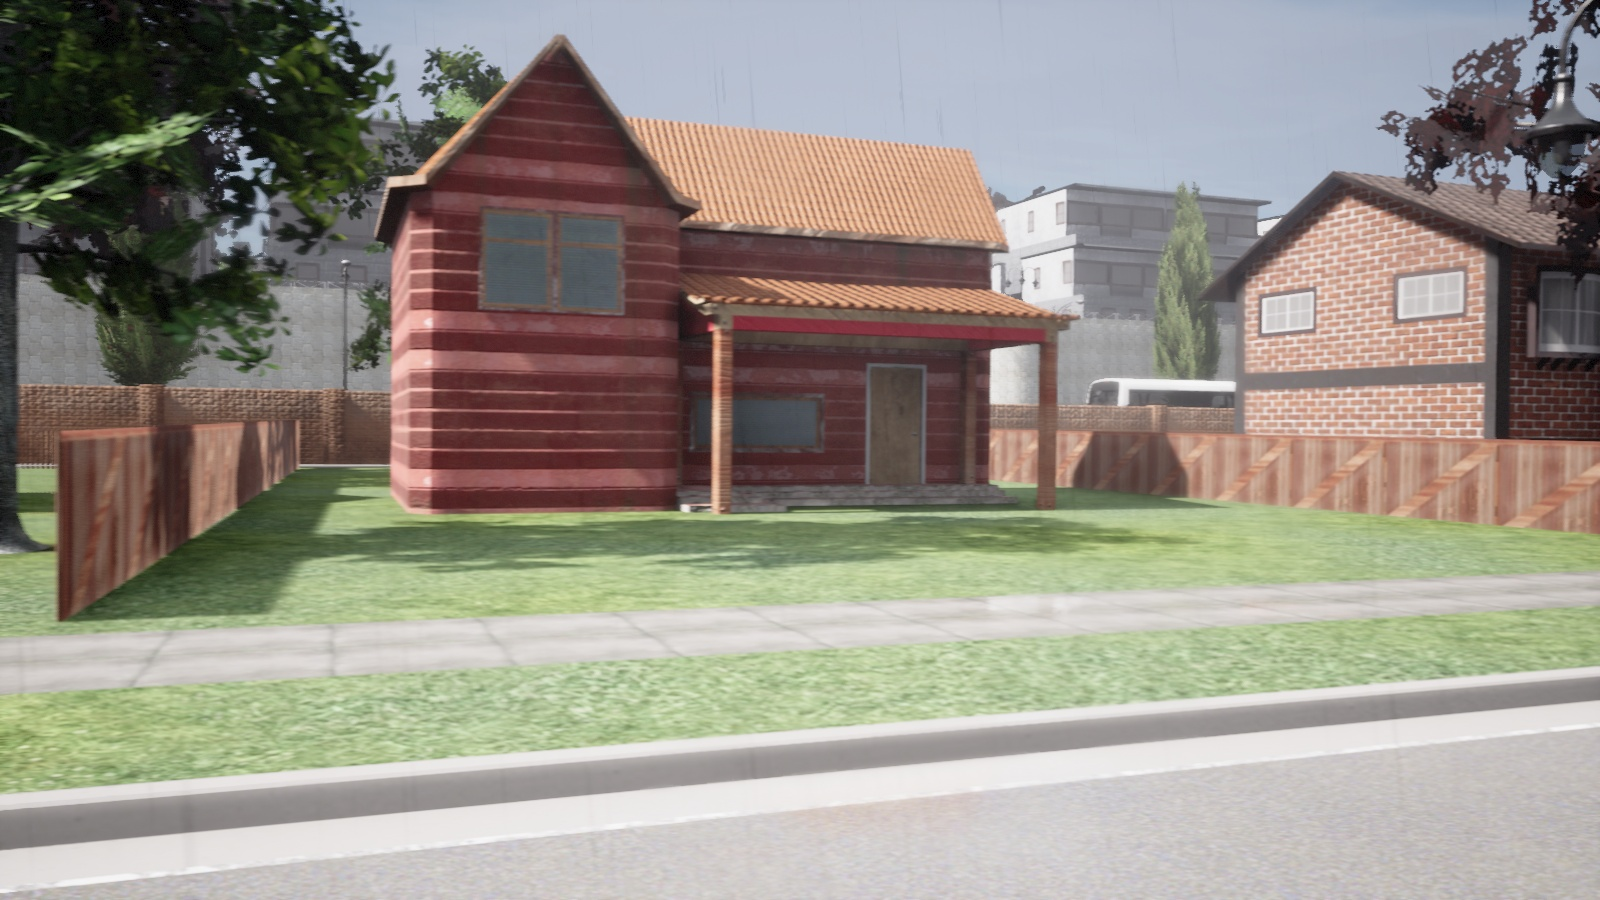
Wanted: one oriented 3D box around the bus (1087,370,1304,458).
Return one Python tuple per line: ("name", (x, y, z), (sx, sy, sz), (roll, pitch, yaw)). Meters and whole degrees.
("bus", (20.274, -1.845, 64.361), (10.273, 4.253, 3.944), (-1, 1, -20))
